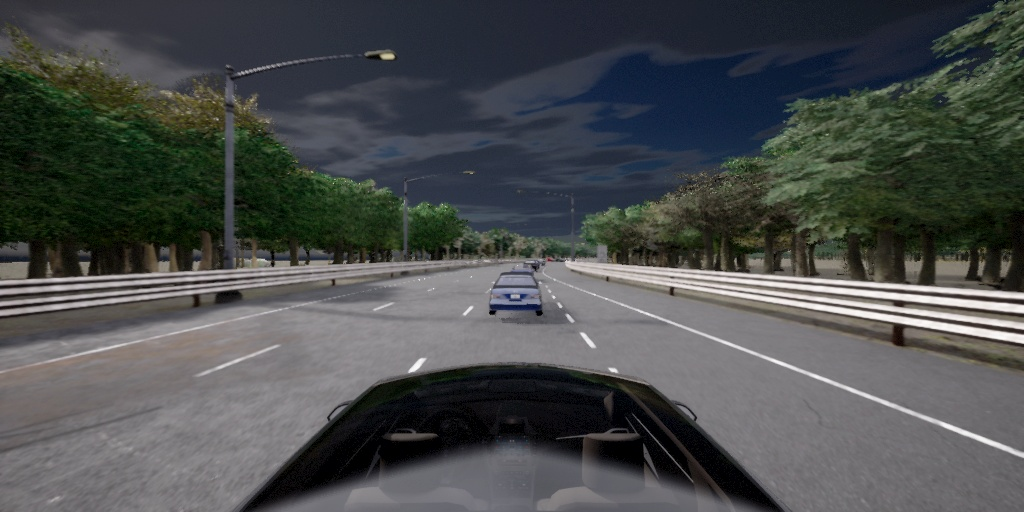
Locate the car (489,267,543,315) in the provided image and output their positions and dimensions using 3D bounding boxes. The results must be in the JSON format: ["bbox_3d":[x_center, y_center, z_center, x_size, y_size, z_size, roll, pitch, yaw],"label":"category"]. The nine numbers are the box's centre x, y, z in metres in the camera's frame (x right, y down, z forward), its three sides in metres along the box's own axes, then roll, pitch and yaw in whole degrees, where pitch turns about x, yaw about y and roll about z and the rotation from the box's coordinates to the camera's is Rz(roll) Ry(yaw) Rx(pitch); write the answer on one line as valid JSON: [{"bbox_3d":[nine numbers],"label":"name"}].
[{"bbox_3d":[0.173,1.304,13.615,2.033,1.411,5.357,0,0,2],"label":"car"}]

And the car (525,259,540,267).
[{"bbox_3d":[2.590,1.311,50.099,1.882,1.535,5.008,0,0,6],"label":"car"}]

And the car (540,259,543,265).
[{"bbox_3d":[3.644,1.389,59.229,1.812,1.442,4.674,0,0,7],"label":"car"}]

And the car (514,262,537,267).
[{"bbox_3d":[0.937,1.387,30.614,1.895,1.301,4.718,0,0,4],"label":"car"}]
